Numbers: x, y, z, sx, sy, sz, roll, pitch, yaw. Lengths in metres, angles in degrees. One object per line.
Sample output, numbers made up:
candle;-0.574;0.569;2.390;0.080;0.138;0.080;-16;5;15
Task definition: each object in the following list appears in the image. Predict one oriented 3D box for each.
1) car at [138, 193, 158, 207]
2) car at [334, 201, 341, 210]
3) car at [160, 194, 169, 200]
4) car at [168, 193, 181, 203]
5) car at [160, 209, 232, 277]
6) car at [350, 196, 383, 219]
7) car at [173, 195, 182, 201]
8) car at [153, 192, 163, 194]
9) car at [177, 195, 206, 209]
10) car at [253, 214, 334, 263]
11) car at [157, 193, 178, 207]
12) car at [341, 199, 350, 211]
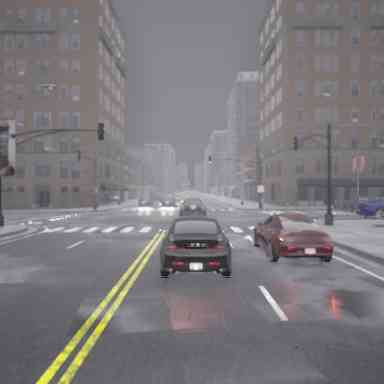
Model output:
car;-6.636;1.327;48.198;2.128;1.511;4.902;0;0;0
car;17.188;1.188;34.436;4.674;1.442;1.812;-1;0;0
car;-6.553;1.200;79.030;1.837;1.490;4.892;0;0;0
car;-3.328;1.126;63.263;2.097;1.767;4.553;0;0;0
car;0.095;1.472;10.147;1.837;1.490;4.892;0;0;0
car;14.826;1.173;24.623;5.008;1.535;1.882;-1;0;0
car;-3.304;1.303;78.056;1.895;1.301;4.718;0;0;0
car;-6.572;0.994;63.559;2.150;2.045;5.566;0;0;0
car;0.071;1.263;28.096;2.097;1.767;4.553;0;0;0
car;3.359;1.488;11.683;1.812;1.442;4.674;0;0;1
car;-3.386;1.327;48.152;2.128;1.511;4.902;0;0;0
car;17.401;1.208;31.186;5.357;1.411;2.033;-1;0;0
